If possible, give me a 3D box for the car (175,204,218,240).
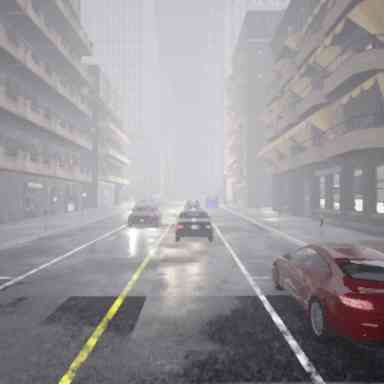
[{"bbox_3d":[0.089,1.555,16.853,2.033,1.411,5.357,0,0,0],"label":"car"}]

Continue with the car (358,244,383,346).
[{"bbox_3d":[2.708,1.316,0.662,2.192,1.841,5.009,1,0,0],"label":"car"}]

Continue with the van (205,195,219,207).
[{"bbox_3d":[2.702,1.357,44.985,1.690,1.788,3.998,1,0,0],"label":"van"}]

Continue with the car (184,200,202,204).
[{"bbox_3d":[0.091,1.561,37.100,2.033,1.411,5.357,0,0,0],"label":"car"}]

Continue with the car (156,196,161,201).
[{"bbox_3d":[-5.650,1.598,44.931,1.802,1.307,4.206,1,0,0],"label":"car"}]

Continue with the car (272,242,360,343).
[{"bbox_3d":[2.703,1.585,6.202,1.802,1.307,4.206,1,0,0],"label":"car"}]

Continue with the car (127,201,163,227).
[{"bbox_3d":[-3.101,1.573,22.577,1.994,1.385,4.181,0,0,0],"label":"car"}]

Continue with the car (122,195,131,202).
[{"bbox_3d":[-16.501,1.524,78.657,4.097,1.590,1.967,0,-1,0],"label":"car"}]

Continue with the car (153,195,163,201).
[{"bbox_3d":[-5.650,1.584,50.470,1.947,1.339,4.313,1,0,0],"label":"car"}]

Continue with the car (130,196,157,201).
[{"bbox_3d":[-5.648,1.565,39.390,2.008,1.369,4.403,1,0,0],"label":"car"}]

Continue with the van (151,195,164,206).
[{"bbox_3d":[-5.816,1.361,56.012,1.690,1.788,3.998,1,0,0],"label":"van"}]

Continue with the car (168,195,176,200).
[{"bbox_3d":[-5.686,1.471,94.078,1.967,1.590,4.097,1,0,0],"label":"car"}]
